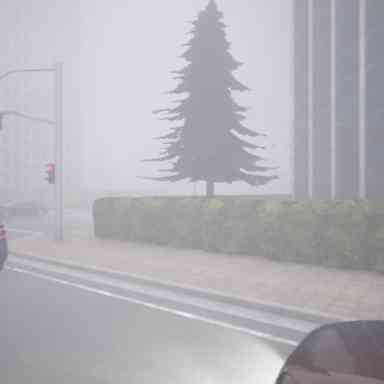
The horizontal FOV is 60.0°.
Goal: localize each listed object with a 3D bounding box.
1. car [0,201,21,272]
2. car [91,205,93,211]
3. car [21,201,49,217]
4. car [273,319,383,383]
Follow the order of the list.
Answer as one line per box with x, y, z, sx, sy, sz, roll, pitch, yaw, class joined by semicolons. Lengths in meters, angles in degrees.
-7.236;1.230;9.514;5.566;2.045;2.150;0;0;41;car
-9.260;1.540;38.121;1.882;1.535;5.008;0;0;35;car
-15.304;1.567;29.626;1.837;1.490;4.892;0;0;35;car
2.625;1.563;2.117;4.181;1.385;1.994;0;0;36;car
